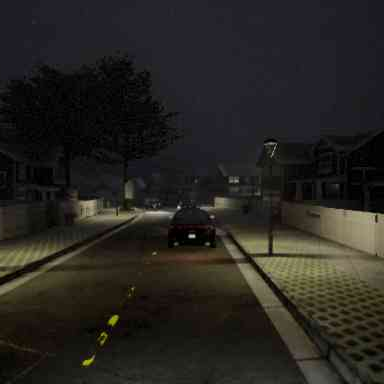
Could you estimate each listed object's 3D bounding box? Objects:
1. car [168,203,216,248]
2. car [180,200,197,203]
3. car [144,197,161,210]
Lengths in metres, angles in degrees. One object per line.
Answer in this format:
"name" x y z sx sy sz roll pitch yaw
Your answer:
"car" 0.000 1.475 14.651 1.882 1.535 5.008 0 0 0
"car" -0.317 1.461 29.757 2.128 1.511 4.902 0 0 -5
"car" -5.048 1.458 42.191 2.128 1.511 4.902 0 0 -13
